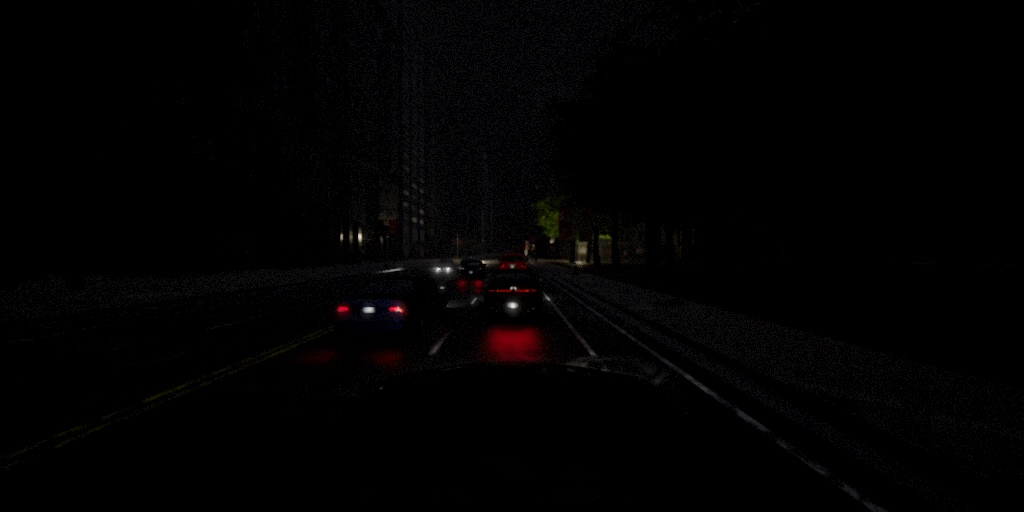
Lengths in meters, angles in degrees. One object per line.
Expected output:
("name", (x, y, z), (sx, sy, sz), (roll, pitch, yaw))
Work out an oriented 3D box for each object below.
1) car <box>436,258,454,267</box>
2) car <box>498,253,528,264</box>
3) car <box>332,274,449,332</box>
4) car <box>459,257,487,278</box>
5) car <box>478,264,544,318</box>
("car", (-9.816, 0.964, 52.797), (1.895, 1.301, 4.718), (0, 0, 0))
("car", (0.063, 0.789, 28.150), (2.150, 2.045, 5.566), (0, 1, 0))
("car", (-3.209, 1.247, 10.591), (2.033, 1.411, 5.357), (0, 0, 1))
("car", (-3.174, 1.074, 30.259), (1.812, 1.442, 4.674), (0, 0, 0))
("car", (0.057, 1.188, 12.668), (1.837, 1.490, 4.892), (0, 0, 1))
